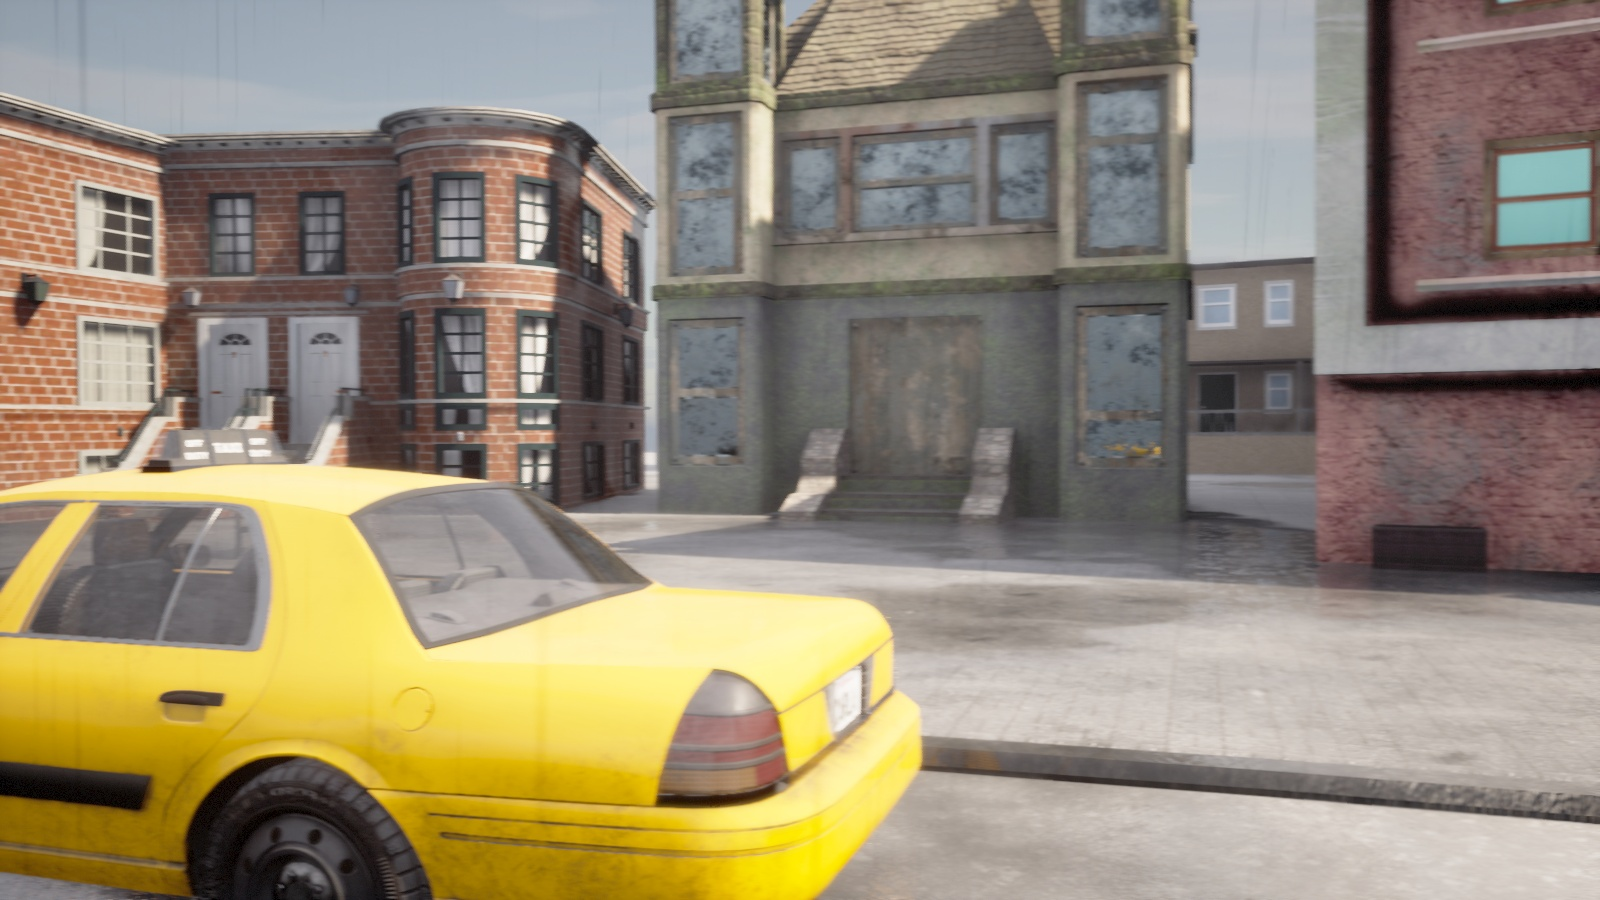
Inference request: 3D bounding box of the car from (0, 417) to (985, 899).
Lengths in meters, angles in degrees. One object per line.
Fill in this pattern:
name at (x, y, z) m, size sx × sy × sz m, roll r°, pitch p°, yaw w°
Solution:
car at (-2.173, 0.679, 4.444) m, size 5.366 × 1.575 × 1.801 m, roll 0°, pitch 1°, yaw 17°
